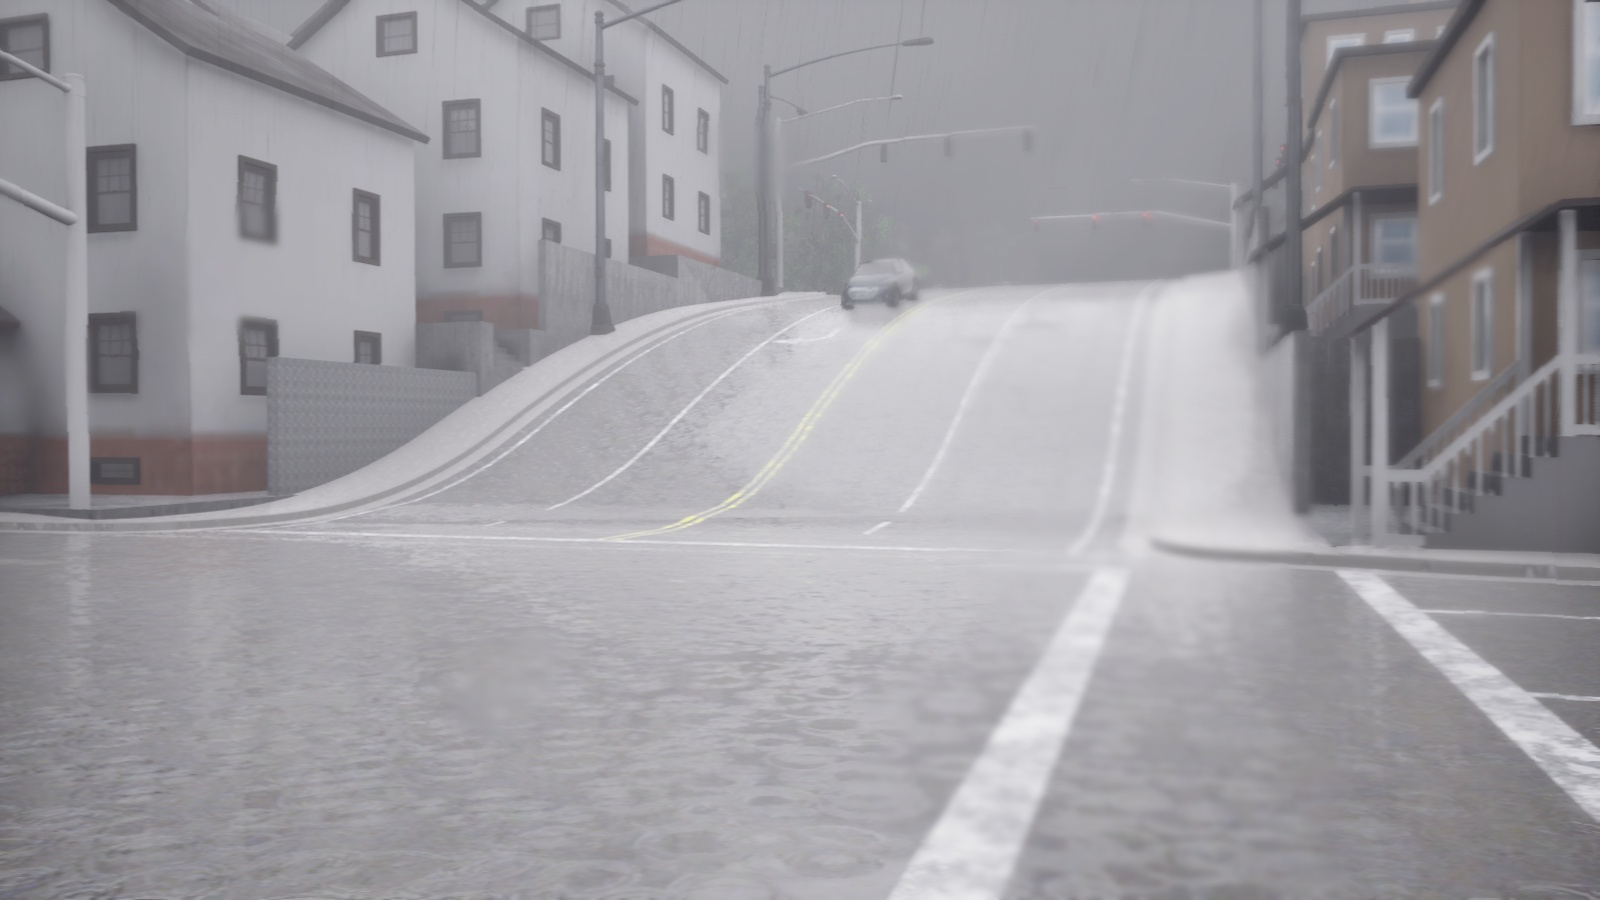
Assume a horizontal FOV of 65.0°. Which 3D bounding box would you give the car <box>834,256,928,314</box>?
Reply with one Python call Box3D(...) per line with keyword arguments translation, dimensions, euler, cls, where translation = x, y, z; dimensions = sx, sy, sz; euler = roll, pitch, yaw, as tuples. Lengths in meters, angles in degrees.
Box3D(translation=(2.901, -5.765, 43.553), dimensions=(2.033, 1.649, 4.856), euler=(1, 11, 18), cls="car")
